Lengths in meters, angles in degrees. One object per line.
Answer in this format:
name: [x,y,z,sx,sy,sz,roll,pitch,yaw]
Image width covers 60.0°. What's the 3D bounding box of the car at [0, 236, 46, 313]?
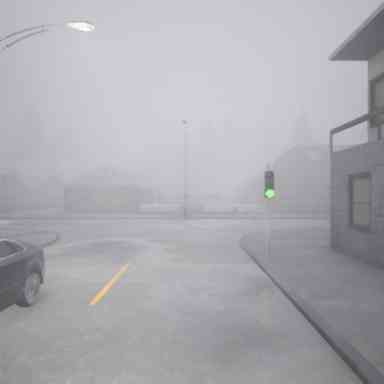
car: [-4.059,1.499,5.210,2.128,1.511,4.902,0,0,0]
